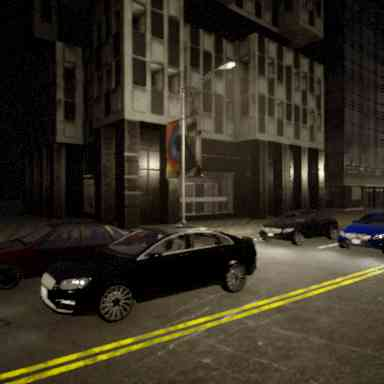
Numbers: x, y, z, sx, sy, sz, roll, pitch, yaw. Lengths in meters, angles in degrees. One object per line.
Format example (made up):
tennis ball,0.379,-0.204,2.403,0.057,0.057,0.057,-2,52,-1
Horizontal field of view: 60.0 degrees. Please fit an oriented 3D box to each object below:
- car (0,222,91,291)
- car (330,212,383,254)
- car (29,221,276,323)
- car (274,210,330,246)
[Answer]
car,-3.439,1.568,9.300,5.357,1.411,2.033,0,0,-36
car,7.894,1.585,13.787,4.674,1.442,1.812,1,0,-39
car,-0.645,1.512,7.346,4.902,1.511,2.128,0,0,-37
car,5.233,1.587,15.834,4.674,1.442,1.812,0,0,-38
